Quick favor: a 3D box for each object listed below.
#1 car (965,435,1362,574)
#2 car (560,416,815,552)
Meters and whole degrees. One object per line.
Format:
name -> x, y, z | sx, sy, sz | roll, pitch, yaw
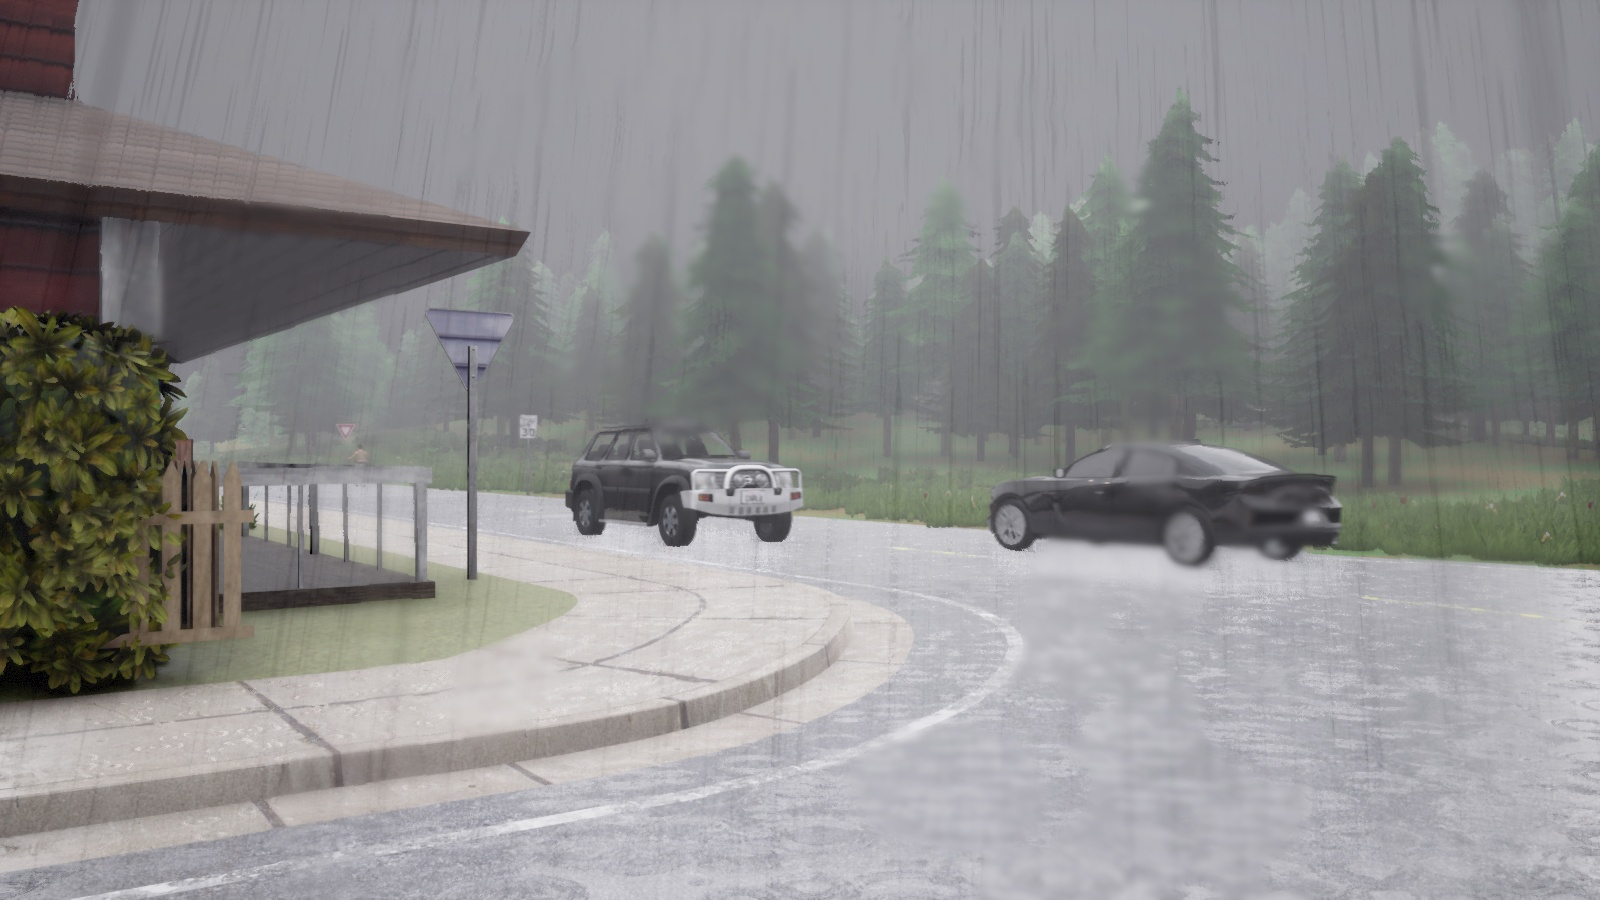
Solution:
car -> 4.532, 0.613, 16.535 | 1.882, 1.535, 5.008 | 0, 0, -33
car -> -1.892, 0.473, 19.571 | 1.932, 1.855, 4.605 | 0, 0, -35
